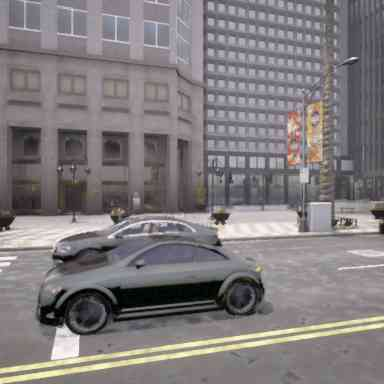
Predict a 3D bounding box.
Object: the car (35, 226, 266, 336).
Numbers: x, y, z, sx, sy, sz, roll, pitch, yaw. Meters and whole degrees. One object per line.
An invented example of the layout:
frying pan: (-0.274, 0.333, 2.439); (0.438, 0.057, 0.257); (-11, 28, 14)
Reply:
car: (-0.718, 1.563, 6.481); (4.181, 1.385, 1.994); (0, 0, -17)

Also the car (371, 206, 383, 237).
car: (12.043, 1.512, 17.217); (4.786, 1.482, 2.161); (0, 0, -17)

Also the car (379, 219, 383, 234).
car: (10.287, 1.351, 13.455); (4.553, 1.767, 2.097); (0, 0, -17)

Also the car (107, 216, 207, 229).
car: (-1.497, 1.491, 9.903); (4.902, 1.511, 2.128); (0, 0, -17)
